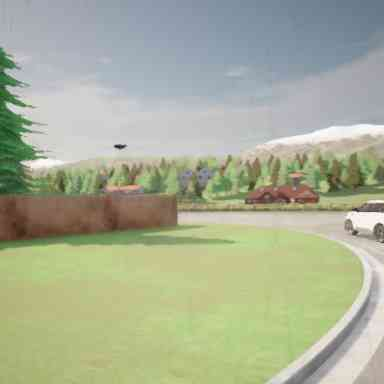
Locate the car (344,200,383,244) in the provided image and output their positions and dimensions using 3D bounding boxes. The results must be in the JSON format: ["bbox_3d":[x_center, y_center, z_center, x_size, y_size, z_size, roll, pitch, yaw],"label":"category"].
[{"bbox_3d":[9.950,1.427,17.158,2.150,2.045,5.566,0,-1,2],"label":"car"}]
